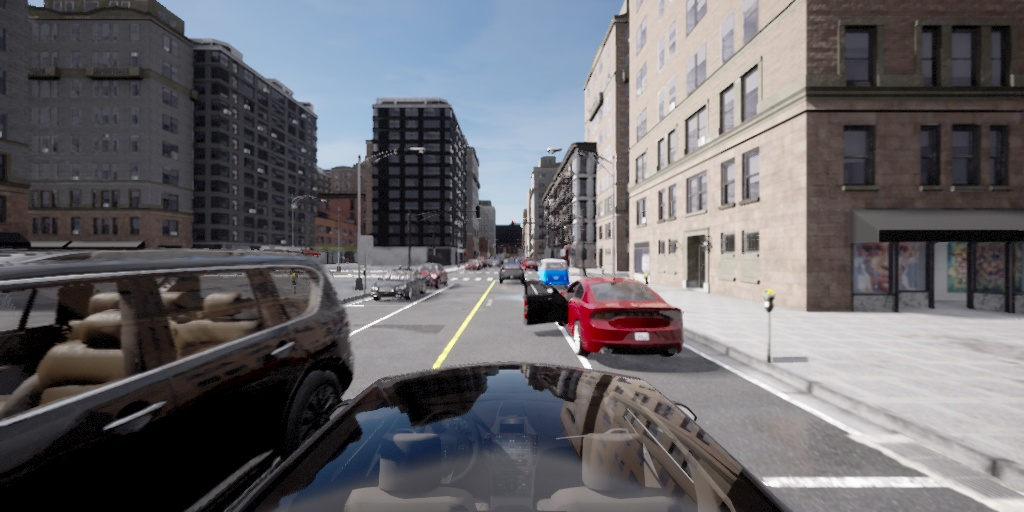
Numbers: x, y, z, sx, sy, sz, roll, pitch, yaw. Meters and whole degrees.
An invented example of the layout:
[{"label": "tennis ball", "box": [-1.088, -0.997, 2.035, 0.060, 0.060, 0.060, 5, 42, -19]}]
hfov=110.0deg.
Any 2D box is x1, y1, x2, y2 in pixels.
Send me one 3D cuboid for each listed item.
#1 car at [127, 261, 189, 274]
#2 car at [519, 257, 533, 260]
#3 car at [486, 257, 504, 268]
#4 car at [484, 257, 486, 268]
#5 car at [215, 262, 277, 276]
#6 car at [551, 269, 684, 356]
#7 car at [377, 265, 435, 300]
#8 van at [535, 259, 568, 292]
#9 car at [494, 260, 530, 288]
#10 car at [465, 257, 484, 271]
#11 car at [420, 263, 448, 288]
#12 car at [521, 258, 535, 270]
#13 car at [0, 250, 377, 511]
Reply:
[{"label": "car", "box": [-37.822, 1.170, 38.387, 4.718, 1.301, 1.895, 0, 0, 0]}, {"label": "car", "box": [2.608, 1.093, 55.527, 2.192, 1.841, 5.009, 0, 0, 0]}, {"label": "car", "box": [-2.852, 1.273, 60.183, 2.128, 1.511, 4.902, 0, 0, 0]}, {"label": "car", "box": [-5.417, 1.304, 55.352, 1.751, 1.417, 4.829, 0, 0, 0]}, {"label": "car", "box": [-26.226, 1.233, 35.449, 4.718, 1.301, 1.895, 0, 0, 0]}, {"label": "car", "box": [2.232, 1.233, 8.635, 1.882, 1.535, 5.008, 0, 0, 0]}, {"label": "car", "box": [-5.396, 1.311, 17.553, 2.007, 1.370, 4.403, 0, 0, 0]}, {"label": "van", "box": [2.626, 1.104, 23.237, 1.690, 1.789, 3.998, 0, 0, 0]}, {"label": "car", "box": [-0.012, 1.257, 27.221, 2.128, 1.511, 4.902, 0, 0, 0]}, {"label": "car", "box": [-5.414, 1.216, 50.113, 1.967, 1.591, 4.097, 0, 0, 0]}, {"label": "car", "box": [-5.399, 1.203, 23.233, 1.967, 1.591, 4.097, 0, 0, 0]}, {"label": "car", "box": [2.611, 1.321, 50.117, 1.888, 1.381, 4.507, 0, 0, 0]}, {"label": "car", "box": [-2.850, 0.971, 1.835, 2.150, 2.045, 5.566, 0, 0, 0]}]
